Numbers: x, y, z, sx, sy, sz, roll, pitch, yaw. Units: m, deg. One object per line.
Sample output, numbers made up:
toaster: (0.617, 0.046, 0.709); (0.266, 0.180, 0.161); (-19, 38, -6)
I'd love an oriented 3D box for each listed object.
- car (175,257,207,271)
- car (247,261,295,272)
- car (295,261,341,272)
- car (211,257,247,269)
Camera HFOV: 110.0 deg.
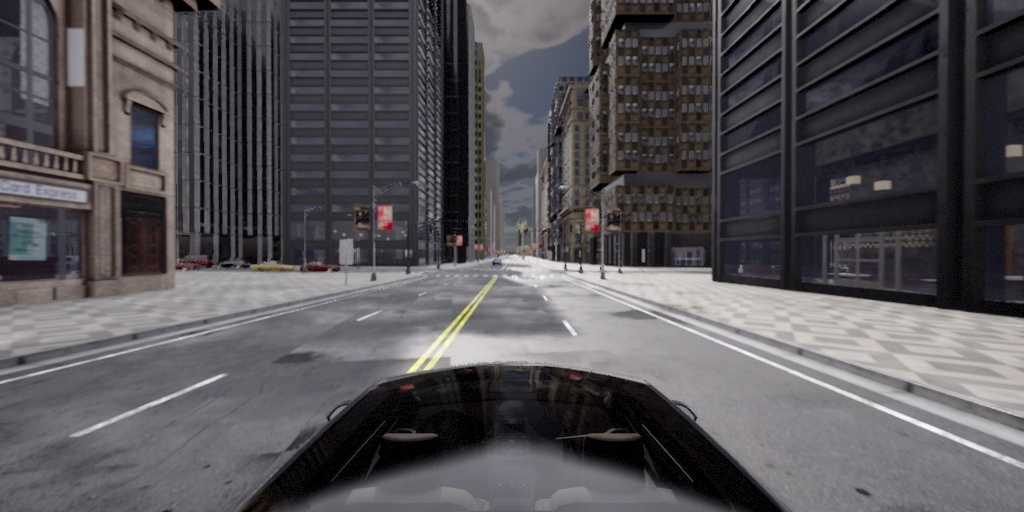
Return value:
car: (-39.649, 1.177, 42.682); (4.507, 1.381, 1.888); (0, 0, 0)
car: (-28.230, 1.252, 42.746); (4.829, 1.417, 1.751); (0, 0, 0)
car: (-22.774, 1.317, 42.776); (4.507, 1.381, 1.888); (0, 0, 0)
car: (-39.694, 1.130, 51.208); (4.313, 1.339, 1.948); (0, 0, 0)
